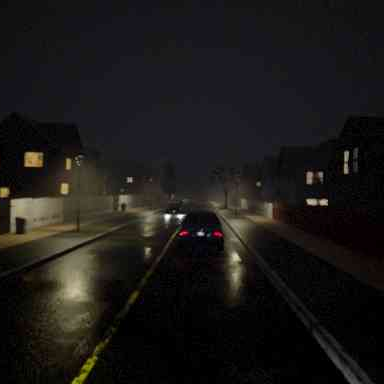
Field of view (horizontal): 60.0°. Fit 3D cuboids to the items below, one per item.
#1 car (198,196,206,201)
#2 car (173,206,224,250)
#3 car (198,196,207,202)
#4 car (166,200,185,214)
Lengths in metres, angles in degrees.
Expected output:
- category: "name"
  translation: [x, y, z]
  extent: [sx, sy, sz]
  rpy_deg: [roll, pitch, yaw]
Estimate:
- category: "car"
  translation: [2.898, 1.849, 94.441]
  extent: [2.033, 1.411, 5.357]
  rpy_deg: [1, 0, 2]
- category: "car"
  translation: [0.394, 1.559, 14.438]
  extent: [2.033, 1.411, 5.357]
  rpy_deg: [1, 0, 2]
- category: "car"
  translation: [2.588, 1.683, 84.408]
  extent: [2.097, 1.767, 4.553]
  rpy_deg: [1, 0, 2]
- category: "car"
  translation: [-1.691, 1.544, 35.724]
  extent: [2.033, 1.411, 5.357]
  rpy_deg: [1, 0, 2]
